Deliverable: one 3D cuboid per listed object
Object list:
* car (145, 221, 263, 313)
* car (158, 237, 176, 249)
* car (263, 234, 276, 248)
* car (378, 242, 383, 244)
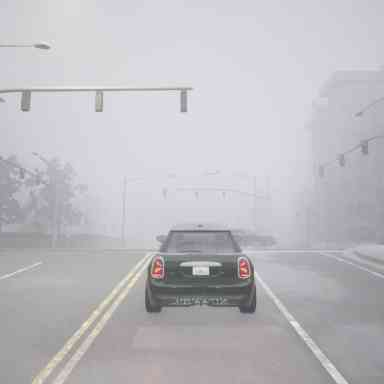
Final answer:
[{"bbox_3d":[0.178,1.486,8.130,2.097,1.767,4.553,0,-1,0],"label":"car"},{"bbox_3d":[-3.087,6.470,42.173,1.837,1.490,4.892,0,-9,1],"label":"car"},{"bbox_3d":[3.525,3.345,24.001,4.892,1.490,1.837,-6,-9,29],"label":"car"},{"bbox_3d":[17.222,4.278,26.172,4.892,1.490,1.837,5,-9,1],"label":"car"}]
